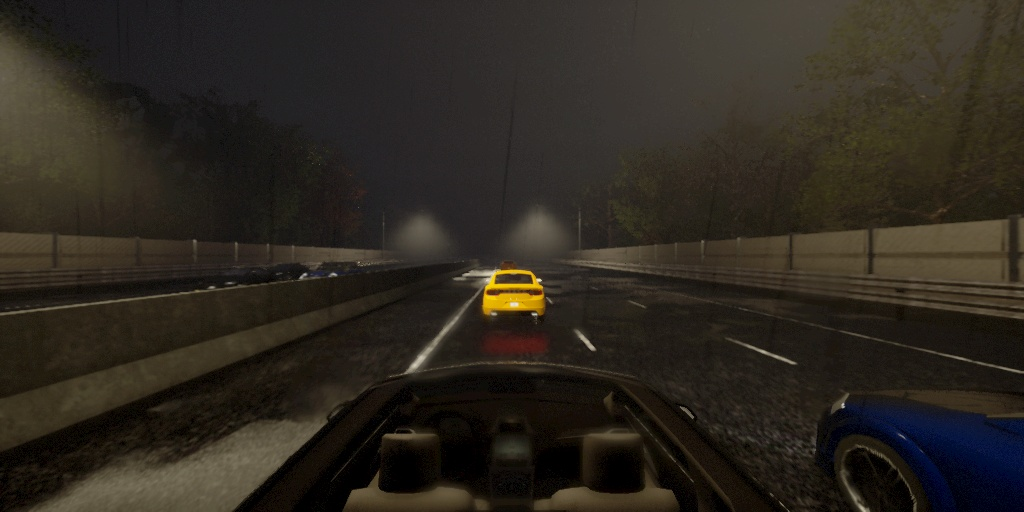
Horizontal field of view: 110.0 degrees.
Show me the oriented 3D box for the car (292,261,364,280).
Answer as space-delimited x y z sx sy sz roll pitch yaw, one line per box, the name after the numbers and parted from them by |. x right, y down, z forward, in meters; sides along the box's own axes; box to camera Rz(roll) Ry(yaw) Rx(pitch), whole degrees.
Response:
-10.727 1.109 21.666 2.097 1.767 4.553 0 0 -1 | car

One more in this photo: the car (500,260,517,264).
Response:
-0.414 1.243 43.518 1.882 1.535 5.008 0 0 -1 | car

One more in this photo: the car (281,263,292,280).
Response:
-17.816 1.284 28.471 1.812 1.442 4.674 0 0 -1 | car

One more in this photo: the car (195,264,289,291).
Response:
-14.197 1.320 18.936 1.994 1.385 4.181 0 0 -1 | car

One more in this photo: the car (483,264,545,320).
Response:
0.055 1.232 12.680 1.882 1.535 5.008 0 0 0 | car

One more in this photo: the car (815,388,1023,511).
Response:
3.593 1.313 1.325 1.994 1.385 4.181 0 0 0 | car

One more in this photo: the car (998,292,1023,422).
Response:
7.093 1.227 2.036 1.882 1.535 5.008 0 0 0 | car
